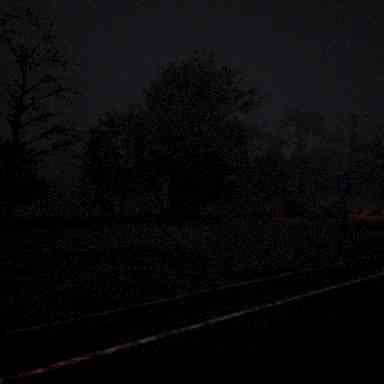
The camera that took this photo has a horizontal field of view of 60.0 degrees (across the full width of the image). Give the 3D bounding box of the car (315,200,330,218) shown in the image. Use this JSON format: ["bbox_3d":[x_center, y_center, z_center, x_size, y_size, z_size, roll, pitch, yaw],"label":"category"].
[{"bbox_3d":[11.965,1.951,36.683,1.946,1.575,5.366,2,-1,-36],"label":"car"}]

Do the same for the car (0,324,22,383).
[{"bbox_3d":[-3.185,1.348,1.409,4.553,1.767,2.097,0,0,-36],"label":"car"}]

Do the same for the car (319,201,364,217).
[{"bbox_3d":[18.636,2.092,41.637,2.185,1.767,4.553,2,-1,-36],"label":"car"}]

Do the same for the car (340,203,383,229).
[{"bbox_3d":[12.630,1.725,21.082,1.946,1.575,5.366,2,-1,-36],"label":"car"}]

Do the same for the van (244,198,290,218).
[{"bbox_3d":[7.191,1.570,33.643,1.878,1.987,4.442,2,-1,-36],"label":"van"}]

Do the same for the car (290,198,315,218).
[{"bbox_3d":[9.596,1.620,35.251,2.435,2.045,5.566,2,-1,-36],"label":"car"}]

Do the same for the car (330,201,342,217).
[{"bbox_3d":[14.112,2.042,38.436,2.231,1.521,4.892,2,-1,-36],"label":"car"}]

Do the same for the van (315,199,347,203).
[{"bbox_3d":[16.300,1.903,40.150,1.878,1.987,4.442,2,-1,-36],"label":"van"}]

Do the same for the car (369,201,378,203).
[{"bbox_3d":[20.769,2.302,43.193,2.097,1.535,5.008,2,-1,-36],"label":"car"}]
